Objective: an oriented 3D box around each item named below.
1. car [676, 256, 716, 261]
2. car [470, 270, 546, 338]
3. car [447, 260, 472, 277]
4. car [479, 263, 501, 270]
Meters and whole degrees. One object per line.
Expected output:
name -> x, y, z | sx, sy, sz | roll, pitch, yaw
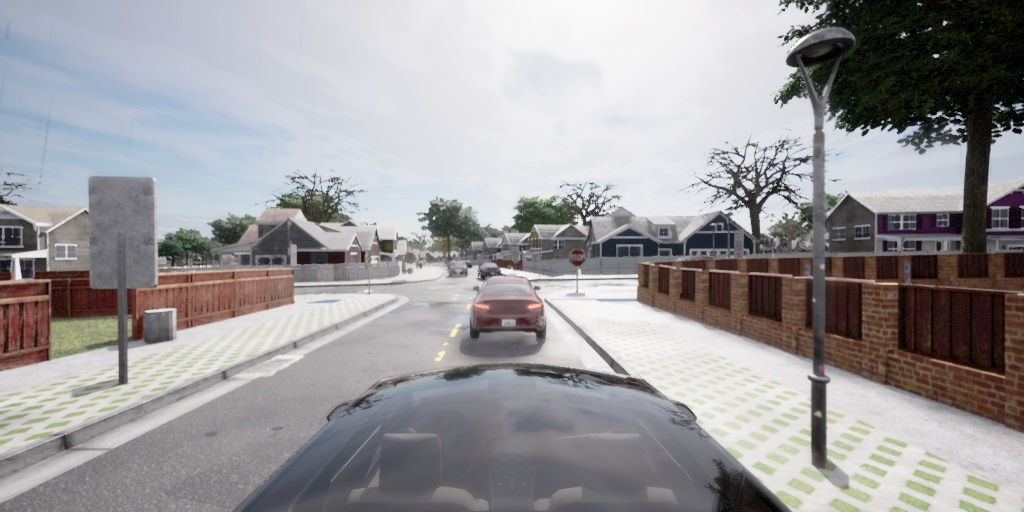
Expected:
car -> 11.904, 0.804, 24.527 | 4.553, 1.767, 2.097 | -1, 1, 4
car -> -0.136, 1.275, 10.022 | 1.812, 1.442, 4.674 | 0, 0, -2
car -> -5.533, 1.334, 37.066 | 2.128, 1.511, 4.902 | 0, 0, -8
car -> -2.048, 1.343, 33.066 | 1.812, 1.442, 4.674 | 0, 0, -9
